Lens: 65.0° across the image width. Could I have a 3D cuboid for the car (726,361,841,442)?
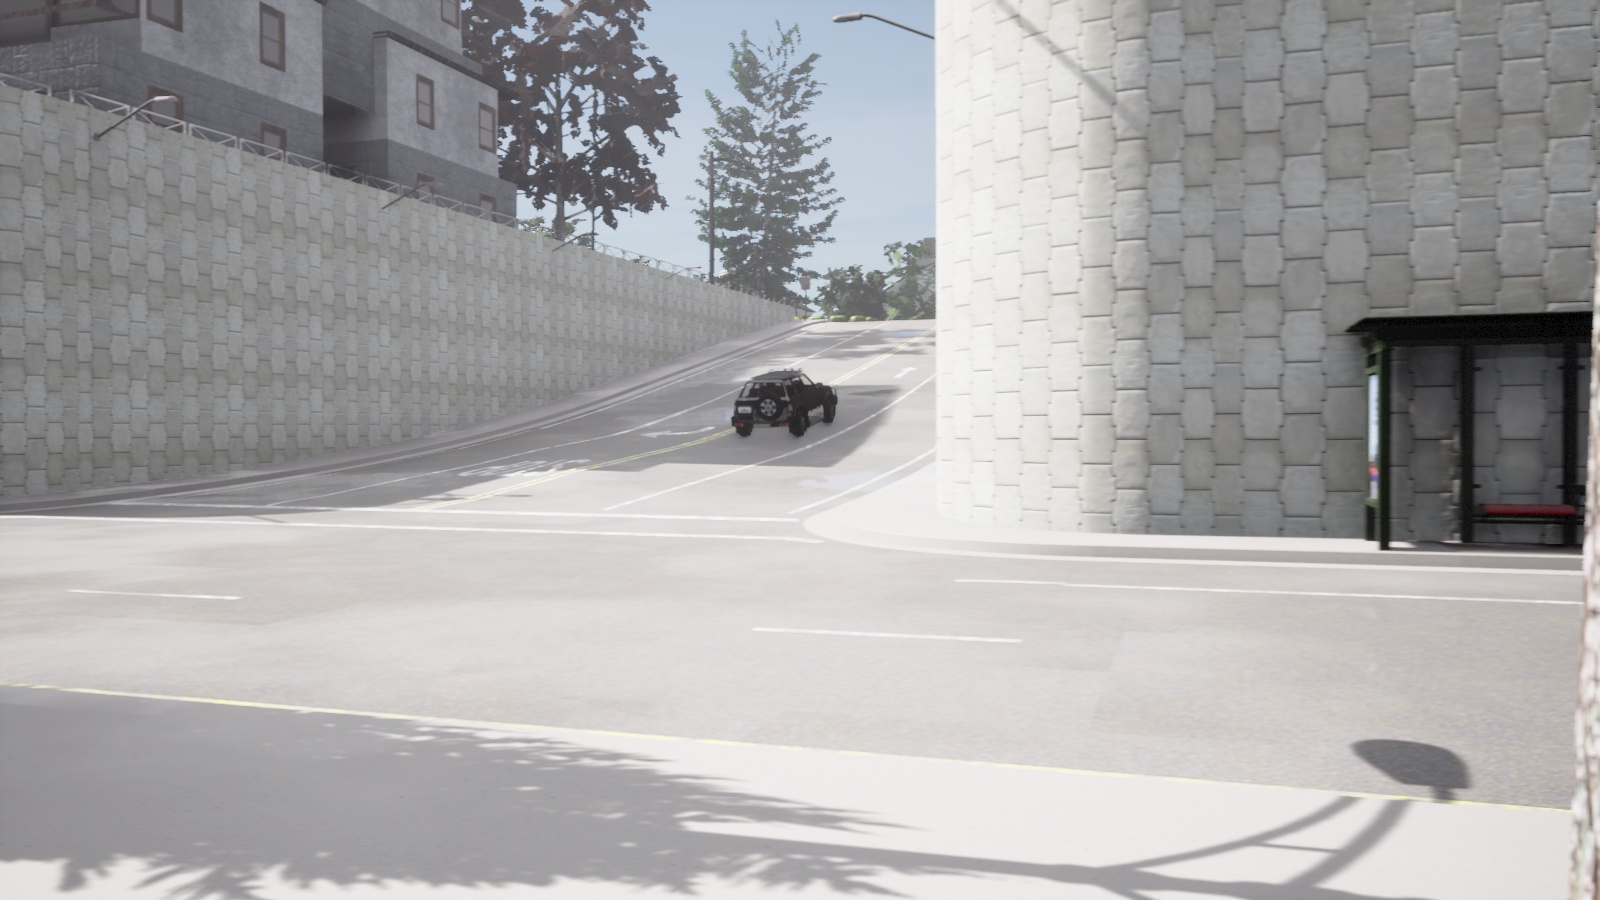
[{"bbox_3d":[-0.391,-1.494,37.319,1.932,1.855,4.605,1,9,19],"label":"car"}]
